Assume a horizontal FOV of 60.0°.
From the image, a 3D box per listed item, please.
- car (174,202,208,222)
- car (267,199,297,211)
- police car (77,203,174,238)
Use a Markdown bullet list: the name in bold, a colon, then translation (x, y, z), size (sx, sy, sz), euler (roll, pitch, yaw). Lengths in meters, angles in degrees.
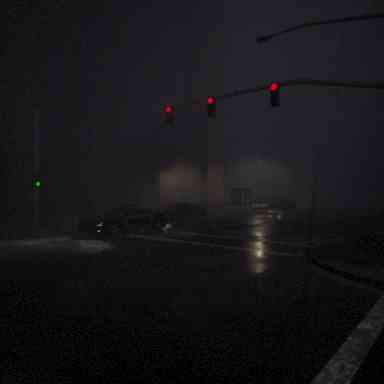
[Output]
- **car**: translation (-0.831, 1.543, 27.075), size (2.033, 1.411, 5.357), euler (0, 0, 39)
- **car**: translation (11.503, 1.544, 42.078), size (2.033, 1.411, 5.357), euler (0, 0, 40)
- **police car**: translation (-3.611, 1.422, 17.981), size (1.930, 1.638, 5.238), euler (0, 0, 39)
